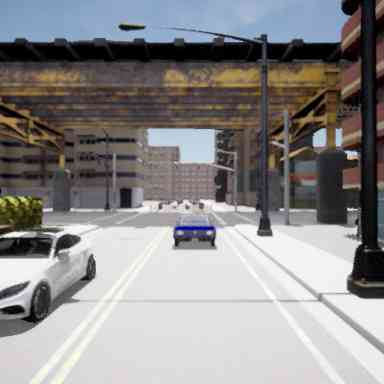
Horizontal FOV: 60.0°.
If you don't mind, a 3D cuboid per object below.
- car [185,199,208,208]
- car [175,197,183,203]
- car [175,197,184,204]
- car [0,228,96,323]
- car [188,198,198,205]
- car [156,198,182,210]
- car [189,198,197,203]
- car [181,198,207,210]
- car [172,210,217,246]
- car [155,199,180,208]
[{"bbox_3d":[0.554,1.716,48.969,1.853,1.218,4.536,0,-1,-20],"label":"car"},{"bbox_3d":[-3.188,2.018,84.093,1.853,1.218,4.536,0,0,0],"label":"car"},{"bbox_3d":[-3.187,2.175,84.040,2.038,1.542,4.974,0,0,0],"label":"car"},{"bbox_3d":[-3.541,1.590,7.455,1.812,1.442,4.674,0,-1,1],"label":"car"},{"bbox_3d":[0.234,2.102,75.515,2.038,1.542,4.974,0,0,0],"label":"car"},{"bbox_3d":[-3.588,1.876,49.231,2.038,1.542,4.974,0,-1,25],"label":"car"},{"bbox_3d":[0.234,1.945,75.568,1.853,1.218,4.536,0,0,0],"label":"car"},{"bbox_3d":[0.572,1.874,48.919,2.038,1.542,4.974,0,-1,-20],"label":"car"},{"bbox_3d":[0.119,1.739,16.009,1.895,1.301,4.718,0,0,0],"label":"car"},{"bbox_3d":[-3.566,1.719,49.279,1.853,1.218,4.536,0,-1,25],"label":"car"}]
